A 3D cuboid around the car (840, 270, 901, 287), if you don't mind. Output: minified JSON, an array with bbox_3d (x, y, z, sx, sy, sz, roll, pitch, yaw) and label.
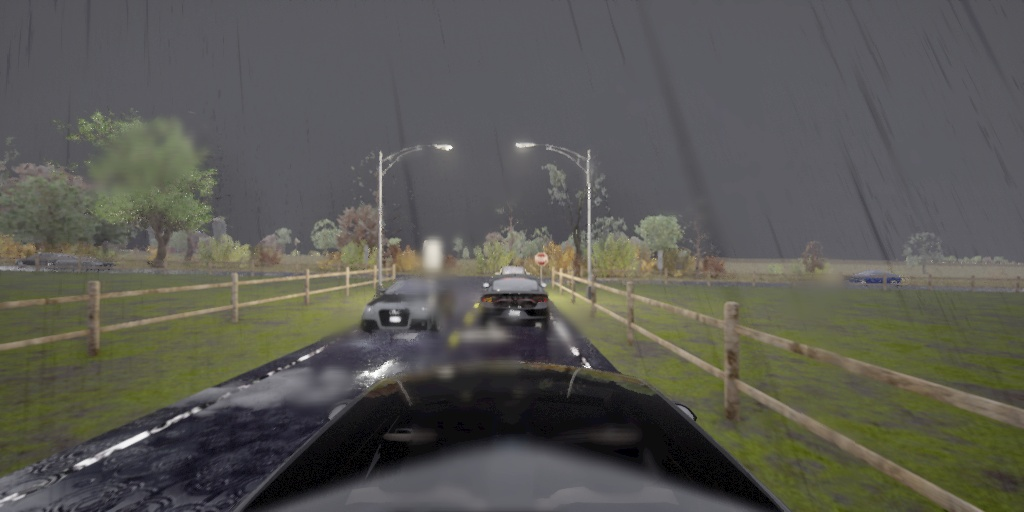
[{"bbox_3d":[36.163,2.209,36.262,5.008,1.535,1.882,1,0,0],"label":"car"}]

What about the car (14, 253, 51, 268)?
[{"bbox_3d":[-46.949,0.449,36.227,4.892,1.490,1.837,1,0,0],"label":"car"}]

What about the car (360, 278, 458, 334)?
[{"bbox_3d":[-2.848,1.364,10.726,1.994,1.385,4.181,0,0,0],"label":"car"}]

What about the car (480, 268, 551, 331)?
[{"bbox_3d":[0.092,1.281,11.219,1.882,1.535,5.008,0,-1,0],"label":"car"}]

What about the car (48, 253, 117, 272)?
[{"bbox_3d":[-39.553,0.689,33.337,4.181,1.385,1.994,1,0,0],"label":"car"}]
